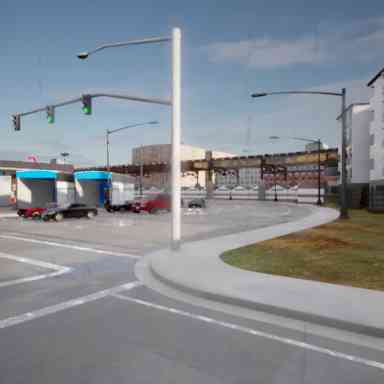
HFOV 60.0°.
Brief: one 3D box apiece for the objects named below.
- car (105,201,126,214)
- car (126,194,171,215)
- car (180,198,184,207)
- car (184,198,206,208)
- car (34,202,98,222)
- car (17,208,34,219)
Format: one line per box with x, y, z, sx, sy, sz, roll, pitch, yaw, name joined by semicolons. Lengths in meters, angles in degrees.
-7.204;1.598;36.320;1.895;1.301;4.718;0;0;30;car
-3.962;1.222;34.951;2.150;2.045;5.566;0;0;29;car
-2.408;1.545;48.718;2.033;1.411;5.357;0;0;11;car
0.808;1.545;47.085;2.033;1.411;5.357;0;0;12;car
-9.700;1.524;26.544;1.812;1.442;4.674;0;0;36;car
-12.405;1.599;28.724;1.895;1.301;4.718;0;0;37;car
